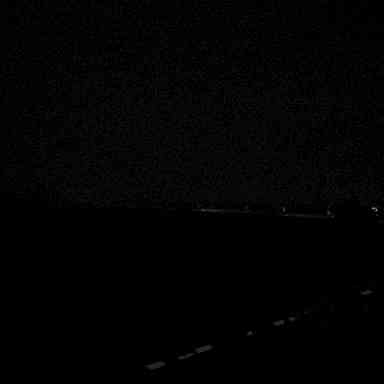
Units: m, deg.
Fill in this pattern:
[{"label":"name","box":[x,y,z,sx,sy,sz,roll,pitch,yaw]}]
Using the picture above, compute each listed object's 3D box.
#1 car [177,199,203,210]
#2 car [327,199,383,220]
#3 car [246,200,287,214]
[{"label":"car","box":[-0.332,1.738,48.407,2.128,1.511,4.902,1,-1,-36]},{"label":"car","box":[14.057,1.394,28.479,2.097,1.767,4.553,1,-1,-37]},{"label":"car","box":[8.155,1.608,36.575,2.128,1.511,4.902,1,-1,-36]}]
